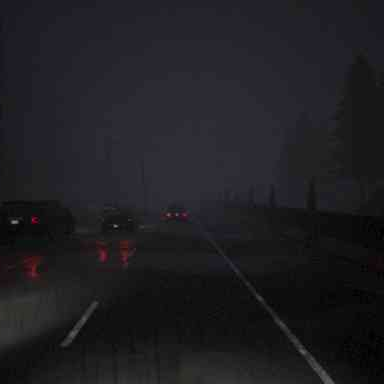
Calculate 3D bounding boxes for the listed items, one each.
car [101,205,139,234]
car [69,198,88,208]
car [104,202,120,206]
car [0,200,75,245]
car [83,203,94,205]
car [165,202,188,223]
[{"bbox_3d":[-4.423,1.753,20.982,1.812,1.442,4.674,0,-1,-3],"label":"car"},{"bbox_3d":[-20.701,2.024,60.866,2.097,1.767,4.553,0,-1,-3],"label":"car"},{"bbox_3d":[-8.784,1.906,37.038,1.837,1.490,4.892,0,-1,-3],"label":"car"},{"bbox_3d":[-7.711,1.413,16.924,2.150,2.045,5.566,0,-1,-3],"label":"car"},{"bbox_3d":[-17.073,2.186,58.349,2.033,1.411,5.357,0,-1,-2],"label":"car"},{"bbox_3d":[-1.308,1.844,28.346,2.033,1.411,5.357,0,-1,-3],"label":"car"}]
